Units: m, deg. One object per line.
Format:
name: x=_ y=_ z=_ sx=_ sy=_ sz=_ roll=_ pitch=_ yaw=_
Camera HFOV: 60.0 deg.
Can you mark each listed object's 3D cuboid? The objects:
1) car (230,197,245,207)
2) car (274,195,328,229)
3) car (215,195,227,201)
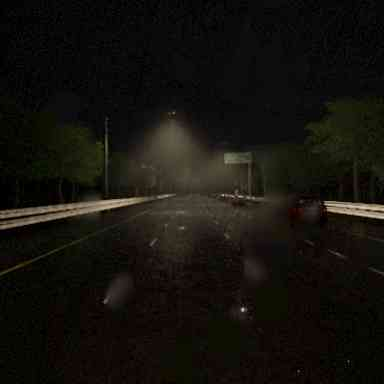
car: x=7.151 y=1.550 z=52.298 sx=2.033 sy=1.411 sz=5.357 roll=0 pitch=0 yaw=0
car: x=7.029 y=1.227 z=21.992 sx=2.150 sy=2.045 sz=5.566 roll=0 pitch=0 yaw=0
car: x=7.340 y=1.516 z=79.443 sx=2.033 sy=1.411 sz=5.357 roll=0 pitch=0 yaw=0
